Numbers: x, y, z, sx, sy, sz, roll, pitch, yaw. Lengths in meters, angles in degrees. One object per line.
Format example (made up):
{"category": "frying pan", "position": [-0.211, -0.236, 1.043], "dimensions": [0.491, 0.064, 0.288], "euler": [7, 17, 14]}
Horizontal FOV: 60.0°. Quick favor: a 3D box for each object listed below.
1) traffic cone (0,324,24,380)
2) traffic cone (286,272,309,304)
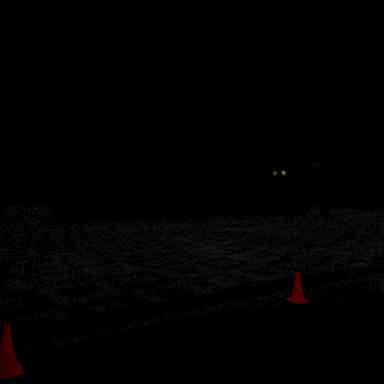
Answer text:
{"category": "traffic cone", "position": [-2.292, 1.935, 4.118], "dimensions": [0.340, 0.580, 0.340], "euler": [0, 0, -34]}
{"category": "traffic cone", "position": [2.174, 1.937, 6.841], "dimensions": [0.340, 0.580, 0.340], "euler": [0, 0, -29]}
